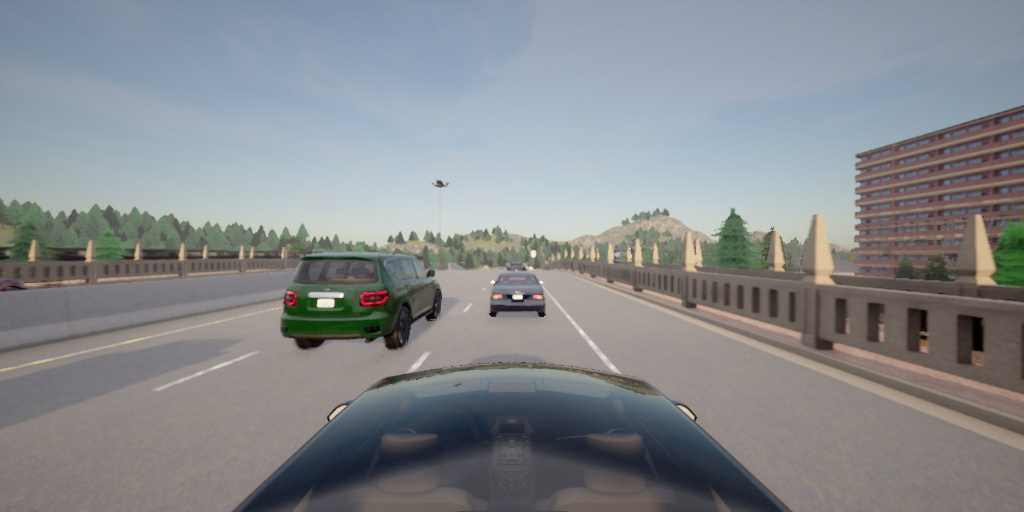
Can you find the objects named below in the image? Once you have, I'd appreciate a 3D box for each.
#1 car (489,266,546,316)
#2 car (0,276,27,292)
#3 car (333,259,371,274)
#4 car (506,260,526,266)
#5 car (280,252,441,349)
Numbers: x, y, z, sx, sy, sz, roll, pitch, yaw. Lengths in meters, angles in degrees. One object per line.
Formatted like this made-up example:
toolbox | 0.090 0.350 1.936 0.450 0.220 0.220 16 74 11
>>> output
car | 0.187 1.252 13.109 2.033 1.411 5.357 0 0 1
car | -20.993 1.221 12.978 1.994 1.385 4.181 0 0 1
car | -17.187 1.110 38.801 1.837 1.490 4.892 0 0 1
car | 0.381 1.109 34.995 2.128 1.511 4.902 0 0 1
car | -3.341 0.934 9.152 2.150 2.045 5.566 0 0 0
